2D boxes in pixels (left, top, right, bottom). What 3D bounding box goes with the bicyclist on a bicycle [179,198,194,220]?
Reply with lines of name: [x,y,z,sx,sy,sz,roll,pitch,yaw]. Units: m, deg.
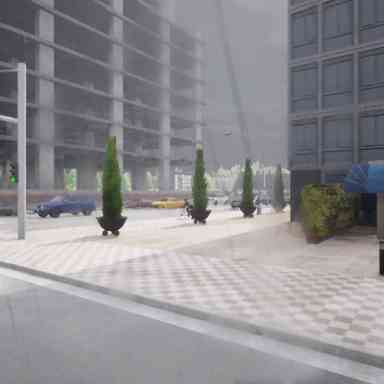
bicyclist on a bicycle: [-0.367,1.301,25.316,1.656,1.620,0.582,0,0,36]

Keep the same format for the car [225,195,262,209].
car: [6.851,1.491,43.481,2.128,1.511,4.902,0,0,36]

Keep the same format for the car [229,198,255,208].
car: [7.626,1.601,50.609,1.895,1.301,4.718,0,0,36]

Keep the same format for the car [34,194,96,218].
car: [-11.455,1.221,30.432,2.150,2.045,5.566,0,0,36]

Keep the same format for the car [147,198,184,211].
car: [-3.000,1.477,42.127,1.882,1.535,5.008,0,0,36]

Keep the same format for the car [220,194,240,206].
car: [7.095,1.529,55.946,1.812,1.442,4.674,0,0,36]

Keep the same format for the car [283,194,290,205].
car: [17.127,1.491,57.723,2.128,1.511,4.902,0,0,36]

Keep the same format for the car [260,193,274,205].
car: [12.842,1.352,57.926,2.097,1.767,4.553,0,0,36]

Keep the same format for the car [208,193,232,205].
car: [4.240,1.327,57.970,2.150,2.045,5.566,0,0,36]

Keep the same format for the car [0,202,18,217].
car: [-16.971,1.563,28.775,1.994,1.385,4.181,0,0,36]

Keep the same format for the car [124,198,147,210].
car: [-6.728,1.525,42.946,1.812,1.442,4.674,0,0,36]
